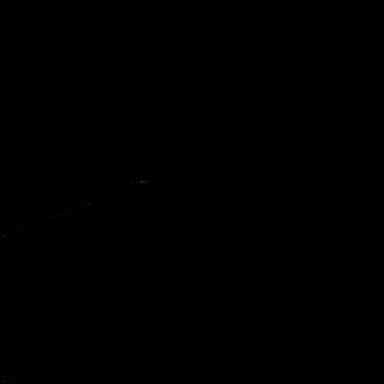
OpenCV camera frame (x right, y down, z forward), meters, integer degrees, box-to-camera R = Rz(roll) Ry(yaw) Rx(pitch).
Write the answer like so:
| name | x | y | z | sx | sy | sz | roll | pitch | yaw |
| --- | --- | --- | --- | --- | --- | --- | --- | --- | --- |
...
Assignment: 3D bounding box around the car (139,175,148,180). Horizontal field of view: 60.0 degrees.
| name | x | y | z | sx | sy | sz | roll | pitch | yaw |
| --- | --- | --- | --- | --- | --- | --- | --- | --- | --- |
| car | -10.275 | -3.448 | 72.091 | 2.097 | 1.767 | 4.553 | 0 | 5 | 4 |
